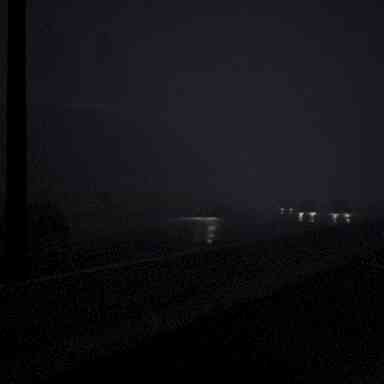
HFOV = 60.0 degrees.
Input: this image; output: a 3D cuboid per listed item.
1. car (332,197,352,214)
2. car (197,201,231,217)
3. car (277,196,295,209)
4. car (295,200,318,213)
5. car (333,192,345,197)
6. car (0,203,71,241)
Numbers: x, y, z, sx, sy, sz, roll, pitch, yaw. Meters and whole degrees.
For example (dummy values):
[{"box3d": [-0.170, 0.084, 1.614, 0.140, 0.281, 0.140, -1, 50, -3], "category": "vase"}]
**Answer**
[{"box3d": [16.788, 1.620, 37.255, 2.033, 1.411, 5.357, 0, 0, 24], "category": "car"}, {"box3d": [2.232, 1.614, 32.270, 1.812, 1.442, 4.674, 0, 0, 32], "category": "car"}, {"box3d": [14.383, 1.659, 49.243, 2.033, 1.411, 5.357, 0, 0, 24], "category": "car"}, {"box3d": [13.759, 1.631, 39.055, 2.033, 1.411, 5.357, 0, 0, 24], "category": "car"}, {"box3d": [32.906, 0.984, 74.339, 2.150, 2.045, 5.566, 0, 0, 23], "category": "car"}, {"box3d": [-8.231, 1.415, 15.614, 4.553, 1.767, 2.097, 0, 0, -39], "category": "car"}]
